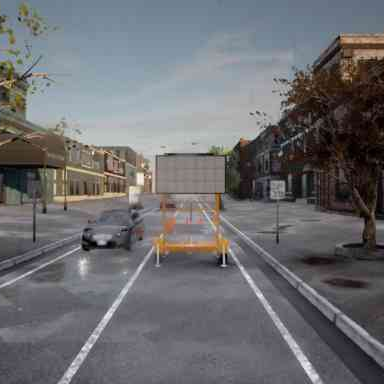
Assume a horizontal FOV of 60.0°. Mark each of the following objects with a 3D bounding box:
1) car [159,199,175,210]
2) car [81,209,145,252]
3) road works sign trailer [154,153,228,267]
[{"bbox_3d":[-3.142,1.609,42.432,1.895,1.301,4.718,0,0,0],"label":"car"},{"bbox_3d":[-3.146,1.497,14.035,2.128,1.511,4.902,0,0,0],"label":"car"},{"bbox_3d":[-0.036,0.469,11.427,2.380,3.560,2.880,0,0,0],"label":"road works sign trailer"}]
